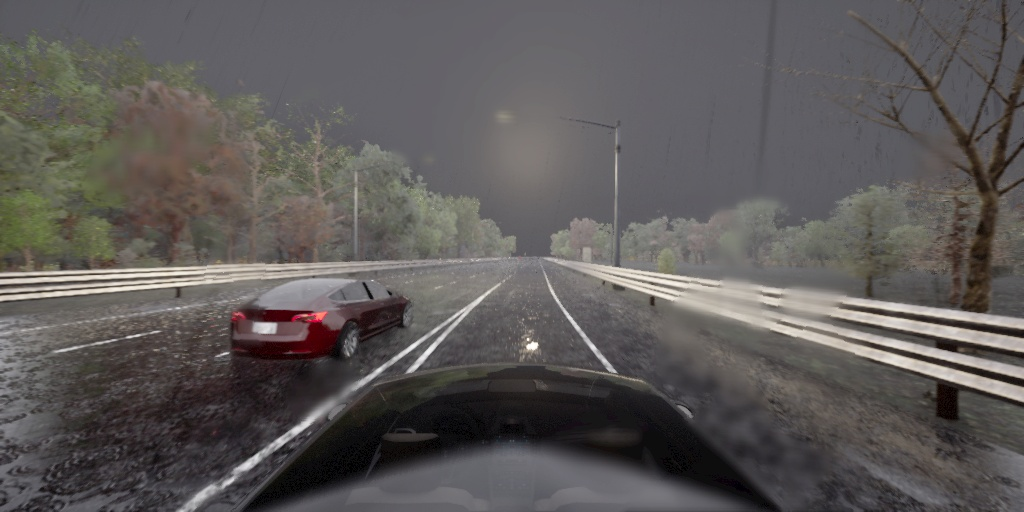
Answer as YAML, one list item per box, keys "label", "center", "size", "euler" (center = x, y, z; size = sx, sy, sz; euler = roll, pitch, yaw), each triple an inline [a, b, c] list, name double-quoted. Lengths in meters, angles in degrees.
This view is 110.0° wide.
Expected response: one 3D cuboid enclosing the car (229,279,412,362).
- label: "car"
  center: [-3.898, 1.232, 8.242]
  size: [2.163, 1.488, 4.792]
  euler: [0, 0, 4]
